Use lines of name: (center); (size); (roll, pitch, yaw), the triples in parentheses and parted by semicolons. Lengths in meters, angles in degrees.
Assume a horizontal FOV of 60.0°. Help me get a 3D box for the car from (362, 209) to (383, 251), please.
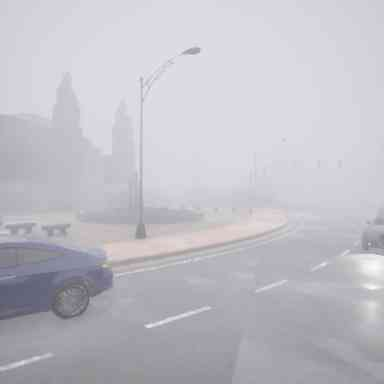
car: (8.310, 1.640, 13.767); (1.994, 1.385, 4.181); (0, 0, 32)

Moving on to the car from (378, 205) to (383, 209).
car: (18.830, 1.664, 30.860); (2.128, 1.511, 4.902); (0, 0, 13)

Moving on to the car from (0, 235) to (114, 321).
car: (-3.685, 1.531, 5.800); (4.674, 1.442, 1.812); (0, 0, -39)
